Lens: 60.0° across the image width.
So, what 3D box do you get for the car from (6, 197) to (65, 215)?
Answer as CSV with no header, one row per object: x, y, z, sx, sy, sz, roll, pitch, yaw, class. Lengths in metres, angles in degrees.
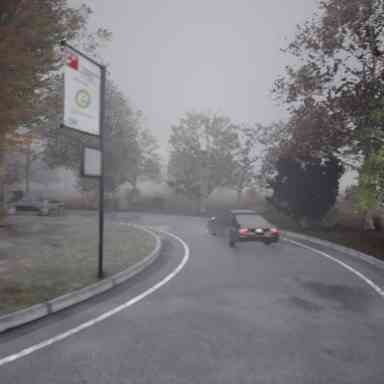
-13.432,1.139,28.392,4.902,1.511,2.128,1,0,5,car

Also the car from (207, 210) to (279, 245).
2.132,1.515,15.295,2.033,1.411,5.357,1,0,-10,car
